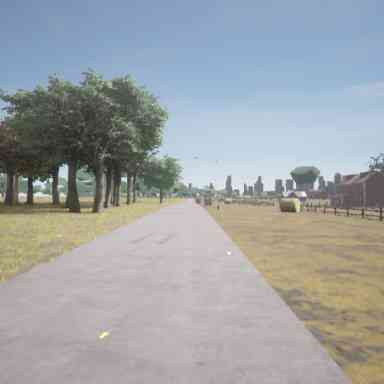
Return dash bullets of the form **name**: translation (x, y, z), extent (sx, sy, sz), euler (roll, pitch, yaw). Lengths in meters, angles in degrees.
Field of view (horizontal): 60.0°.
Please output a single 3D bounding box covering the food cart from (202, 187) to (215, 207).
- **food cart**: translation (3.092, 1.035, 64.754), extent (2.280, 3.560, 4.660), euler (-1, -2, 0)
